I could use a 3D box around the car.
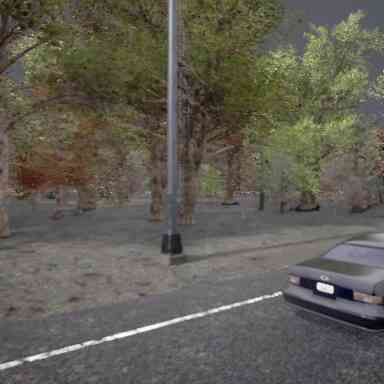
[{"bbox_3d":[4.141,1.566,6.702,5.357,1.411,2.033,0,0,-35],"label":"car"}]
